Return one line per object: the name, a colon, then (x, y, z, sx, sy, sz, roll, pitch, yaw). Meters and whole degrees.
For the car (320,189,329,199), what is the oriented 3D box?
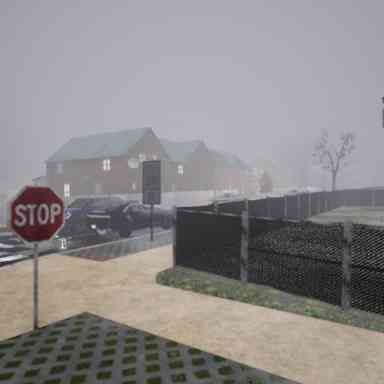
car: (19.461, 0.233, 49.371, 1.882, 1.535, 5.008, 0, 1, 34)

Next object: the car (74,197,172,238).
car: (-2.752, 1.171, 15.862, 2.128, 1.511, 4.902, 0, 1, 34)

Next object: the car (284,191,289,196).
car: (14.337, 0.390, 46.621, 1.837, 1.490, 4.892, 0, 1, 34)

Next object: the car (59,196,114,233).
car: (-5.320, 1.040, 17.170, 2.097, 1.767, 4.553, 0, 1, 34)

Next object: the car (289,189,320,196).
car: (13.949, 0.480, 40.970, 1.837, 1.490, 4.892, 0, 1, 34)

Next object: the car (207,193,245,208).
car: (3.117, 0.815, 29.868, 2.128, 1.511, 4.902, 0, 1, 34)
